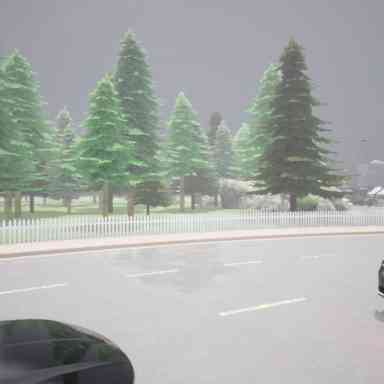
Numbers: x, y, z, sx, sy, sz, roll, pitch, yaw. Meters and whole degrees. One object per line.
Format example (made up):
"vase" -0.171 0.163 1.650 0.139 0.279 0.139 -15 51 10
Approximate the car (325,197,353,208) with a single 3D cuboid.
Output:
"car" 22.501 1.532 51.189 1.882 1.535 5.008 0 0 -3

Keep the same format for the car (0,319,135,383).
"car" -2.678 1.478 1.653 5.008 1.535 1.882 0 0 -36

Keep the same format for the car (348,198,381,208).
"car" 26.219 1.602 50.853 2.033 1.411 5.357 0 0 -3

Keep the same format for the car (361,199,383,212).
"car" 23.111 1.580 41.123 1.812 1.442 4.674 0 0 -3

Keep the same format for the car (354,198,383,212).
"car" 19.910 1.619 36.072 1.994 1.385 4.181 0 0 -3

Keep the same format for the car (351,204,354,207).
"car" 19.349 1.277 45.244 2.150 2.045 5.566 0 0 -3

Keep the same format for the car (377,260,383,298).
"car" 5.680 1.491 6.134 4.902 1.511 2.128 0 0 -23
